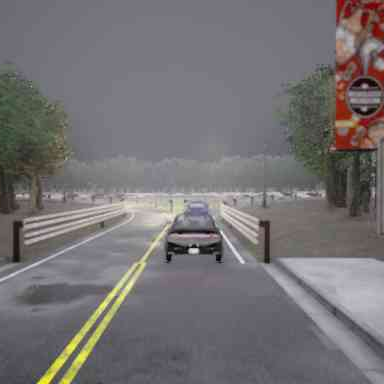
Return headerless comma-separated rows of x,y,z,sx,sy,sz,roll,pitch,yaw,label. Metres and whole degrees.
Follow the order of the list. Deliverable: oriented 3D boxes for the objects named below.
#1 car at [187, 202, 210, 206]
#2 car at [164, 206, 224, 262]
0.525,1.540,28.024,1.812,1.442,4.674,0,0,5,car
0.070,1.497,12.071,2.128,1.511,4.902,0,0,0,car
